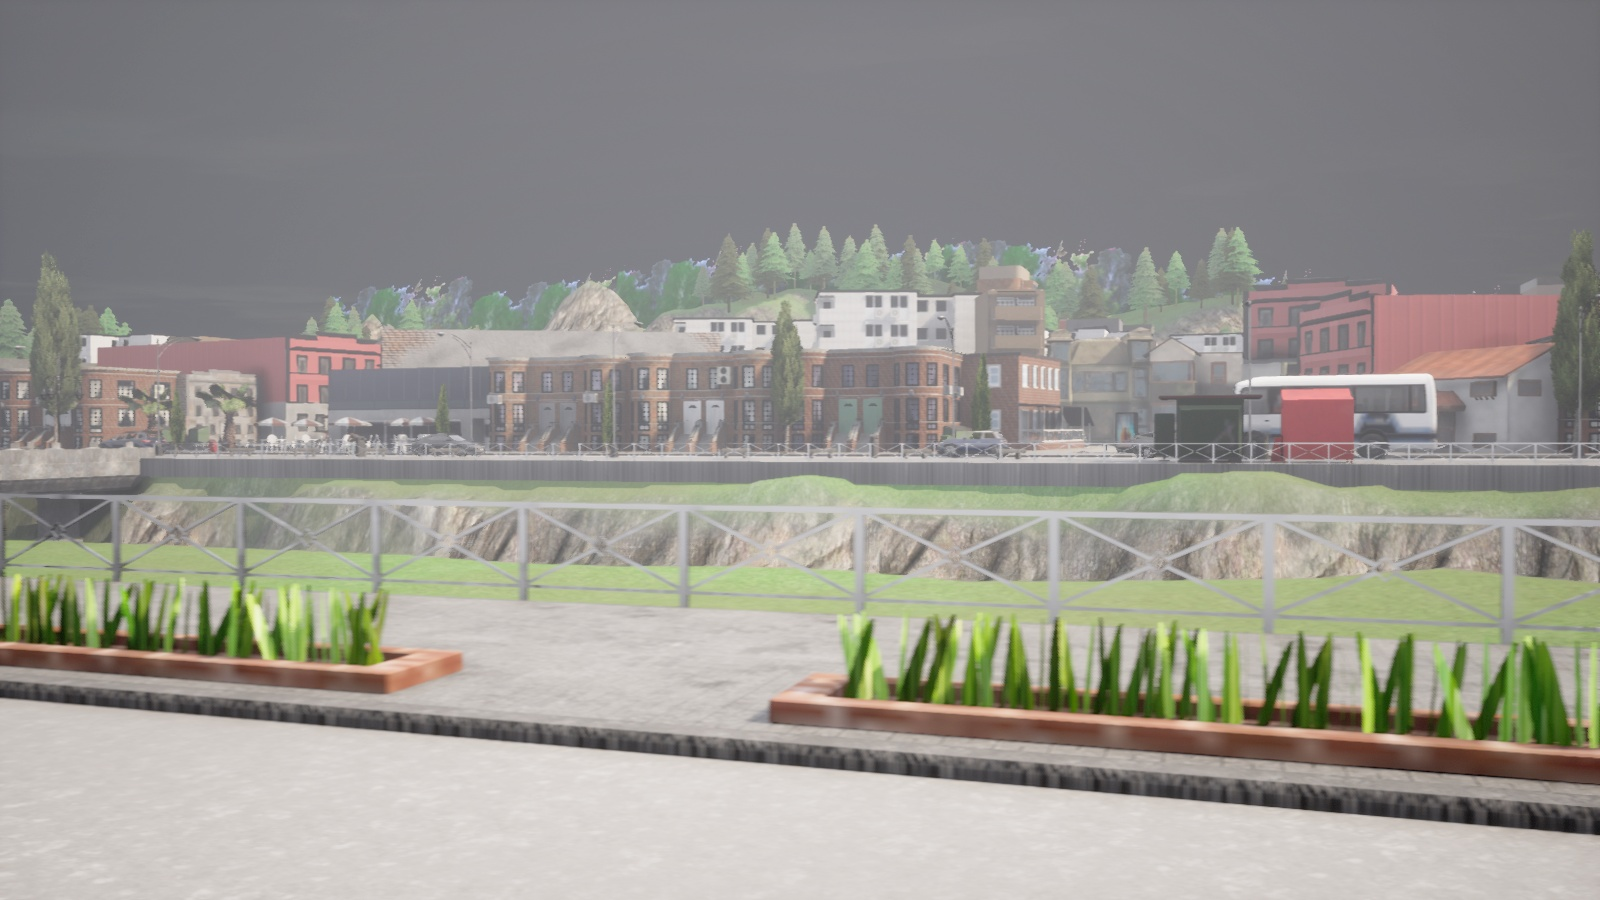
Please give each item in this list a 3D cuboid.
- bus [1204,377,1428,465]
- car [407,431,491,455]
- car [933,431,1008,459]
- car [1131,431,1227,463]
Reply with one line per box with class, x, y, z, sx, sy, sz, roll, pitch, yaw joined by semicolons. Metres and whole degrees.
bus;26.149;-1.479;64.198;10.273;4.253;3.944;1;1;20
car;-21.189;-0.440;75.859;4.674;1.442;1.812;1;1;18
car;9.481;-0.289;69.818;3.806;1.475;1.970;1;1;19
car;18.865;-0.155;62.463;4.514;1.525;2.007;1;1;19
